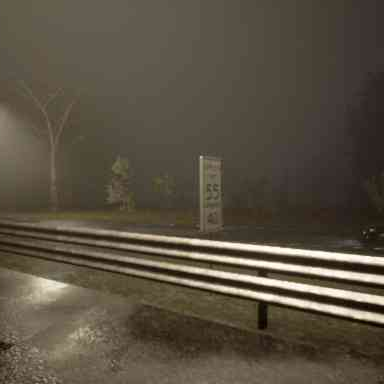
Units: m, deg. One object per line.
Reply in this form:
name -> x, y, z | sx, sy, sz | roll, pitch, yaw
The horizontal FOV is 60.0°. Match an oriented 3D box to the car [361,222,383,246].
car -> 10.386, 1.826, 15.800 | 4.181, 1.385, 1.994 | 0, 0, 17
